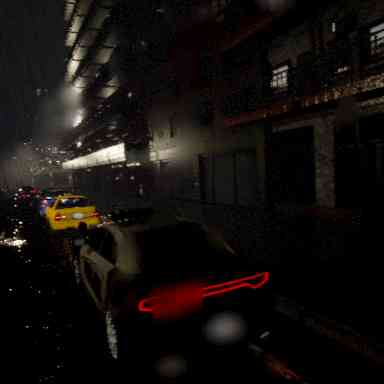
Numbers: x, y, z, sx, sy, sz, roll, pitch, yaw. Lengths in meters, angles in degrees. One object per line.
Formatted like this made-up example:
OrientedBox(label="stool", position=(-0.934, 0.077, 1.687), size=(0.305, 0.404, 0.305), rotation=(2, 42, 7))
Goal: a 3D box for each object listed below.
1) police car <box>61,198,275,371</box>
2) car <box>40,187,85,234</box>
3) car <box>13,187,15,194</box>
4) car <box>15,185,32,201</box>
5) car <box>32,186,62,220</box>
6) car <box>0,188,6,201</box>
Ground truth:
OrientedBox(label="police car", position=(-0.838, 1.082, 5.681), size=(1.930, 1.638, 5.238), rotation=(-5, 4, -26))
OrientedBox(label="car", position=(-5.428, 0.790, 14.711), size=(1.801, 1.575, 5.366), rotation=(-5, 4, -27))
OrientedBox(label="car", position=(-28.776, -0.502, 55.806), size=(1.882, 1.535, 5.008), rotation=(-5, 4, -30))
OrientedBox(label="car", position=(-18.887, 0.097, 38.129), size=(1.837, 1.490, 4.892), rotation=(-5, 5, -28))
OrientedBox(label="car", position=(-8.104, 0.505, 19.863), size=(2.097, 1.767, 4.553), rotation=(-5, 4, -27))
OrientedBox(label="car", position=(-22.856, 0.238, 38.746), size=(1.882, 1.535, 5.008), rotation=(-5, 4, -29))
